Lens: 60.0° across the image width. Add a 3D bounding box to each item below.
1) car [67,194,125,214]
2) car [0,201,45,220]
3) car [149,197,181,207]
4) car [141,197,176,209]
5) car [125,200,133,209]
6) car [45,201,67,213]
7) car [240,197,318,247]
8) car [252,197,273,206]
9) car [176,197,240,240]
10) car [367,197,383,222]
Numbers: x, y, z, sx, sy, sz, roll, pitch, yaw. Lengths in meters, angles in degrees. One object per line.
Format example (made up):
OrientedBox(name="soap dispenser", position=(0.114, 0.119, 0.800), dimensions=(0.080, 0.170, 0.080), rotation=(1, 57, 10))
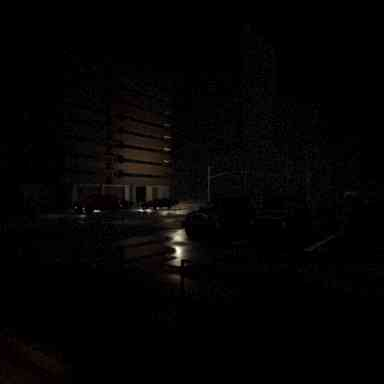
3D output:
OrientedBox(name="car", position=(-10.339, 1.231, 36.314), dimensions=(2.150, 2.045, 5.566), rotation=(0, 0, 34))
OrientedBox(name="car", position=(-15.443, 1.573, 28.712), dimensions=(1.994, 1.385, 4.181), rotation=(0, 0, 34))
OrientedBox(name="car", position=(-4.156, 1.558, 51.738), dimensions=(2.033, 1.411, 5.357), rotation=(0, 0, 35))
OrientedBox(name="car", position=(-4.532, 1.557, 44.952), dimensions=(2.033, 1.411, 5.357), rotation=(0, 0, 34))
OrientedBox(name="car", position=(-9.987, 1.558, 43.121), dimensions=(2.033, 1.411, 5.357), rotation=(0, 0, 34))
OrientedBox(name="car", position=(-15.360, 1.611, 35.116), dimensions=(1.895, 1.301, 4.718), rotation=(0, 0, 34))
OrientedBox(name="car", position=(3.879, 1.158, 14.357), dimensions=(1.905, 1.878, 3.866), rotation=(0, 0, 34))
OrientedBox(name="car", position=(12.054, 1.533, 56.775), dimensions=(1.812, 1.442, 4.674), rotation=(0, 0, 34))
OrientedBox(name="car", position=(1.512, 1.156, 16.023), dimensions=(1.932, 1.855, 4.605), rotation=(0, 0, 34))
OrientedBox(name="car", position=(15.903, 1.396, 27.313), dimensions=(1.970, 1.475, 3.806), rotation=(0, 0, 34))
